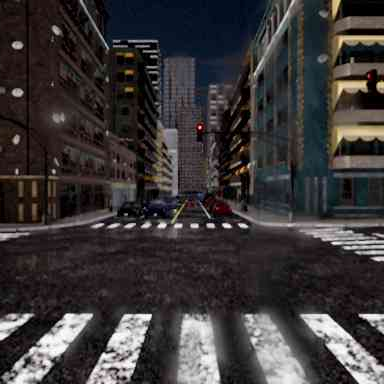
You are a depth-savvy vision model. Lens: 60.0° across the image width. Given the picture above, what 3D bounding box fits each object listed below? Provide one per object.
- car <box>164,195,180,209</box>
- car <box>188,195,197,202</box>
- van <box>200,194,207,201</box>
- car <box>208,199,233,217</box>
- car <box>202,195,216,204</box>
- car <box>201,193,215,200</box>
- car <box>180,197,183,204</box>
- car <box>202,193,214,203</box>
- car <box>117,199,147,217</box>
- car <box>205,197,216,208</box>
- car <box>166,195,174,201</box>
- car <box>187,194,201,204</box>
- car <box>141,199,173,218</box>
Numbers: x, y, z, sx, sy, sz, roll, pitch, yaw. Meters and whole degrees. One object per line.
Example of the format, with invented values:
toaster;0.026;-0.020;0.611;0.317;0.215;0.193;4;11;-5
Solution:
car;-3.010;1.334;43.988;2.097;1.767;4.553;0;0;0
car;0.132;1.339;70.078;1.812;1.442;4.674;0;0;0
van;2.843;1.328;85.846;1.690;1.788;3.998;-1;0;0
car;2.741;1.566;30.611;1.802;1.307;4.206;0;0;0
car;2.772;1.526;47.181;1.887;1.381;4.507;0;0;0
car;3.222;1.210;61.208;2.150;2.045;5.566;0;0;0
car;-2.887;1.508;63.501;1.812;1.442;4.674;0;0;0
car;3.236;1.203;68.208;2.150;2.045;5.566;0;0;0
car;-5.640;1.550;30.639;1.947;1.339;4.313;0;0;0
car;2.752;1.549;36.135;1.947;1.339;4.313;0;0;0
car;-5.537;1.512;85.704;1.752;1.417;4.829;0;0;0
car;0.114;1.473;60.905;2.128;1.511;4.902;0;0;0
car;-3.044;1.585;29.776;1.895;1.301;4.718;0;0;0
